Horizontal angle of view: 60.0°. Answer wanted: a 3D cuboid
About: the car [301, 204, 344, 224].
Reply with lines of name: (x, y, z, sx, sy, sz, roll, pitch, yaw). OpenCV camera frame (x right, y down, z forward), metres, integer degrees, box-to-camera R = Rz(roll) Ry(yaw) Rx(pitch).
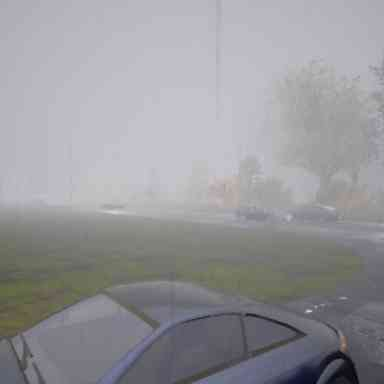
car: (9.575, 1.717, 26.380, 1.812, 1.442, 4.674, 0, 0, -38)

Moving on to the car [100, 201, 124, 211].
car: (-11.635, 1.987, 48.370, 1.895, 1.301, 4.718, 0, 0, -36)

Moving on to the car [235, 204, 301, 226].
car: (5.426, 1.687, 25.442, 2.128, 1.511, 4.902, 0, 0, -35)

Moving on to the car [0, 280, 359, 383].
car: (-0.453, 1.570, 2.783, 4.181, 1.385, 1.994, 0, 0, -36)
